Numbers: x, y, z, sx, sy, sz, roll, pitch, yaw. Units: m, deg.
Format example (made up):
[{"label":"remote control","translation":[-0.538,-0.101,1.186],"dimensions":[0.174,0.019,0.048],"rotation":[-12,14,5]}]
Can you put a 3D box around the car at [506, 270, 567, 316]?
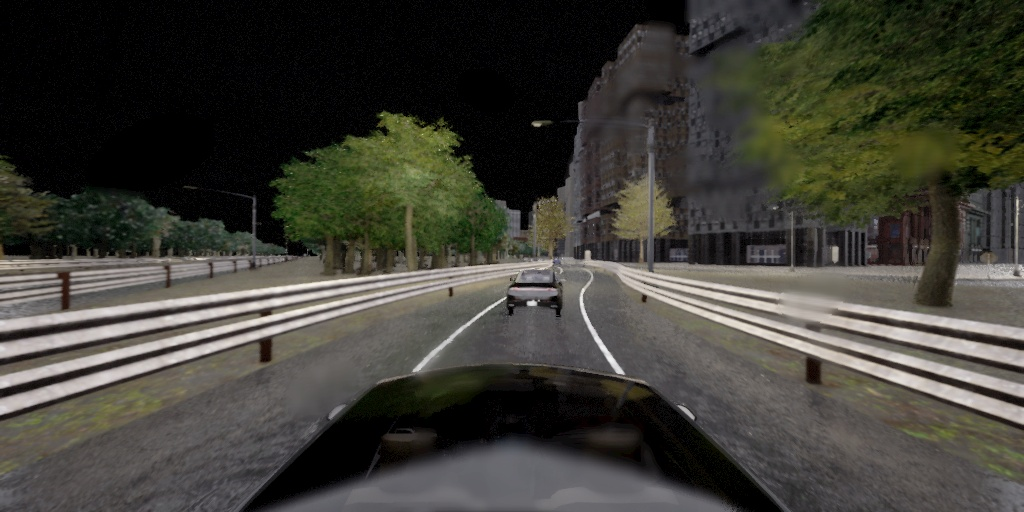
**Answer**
[{"label":"car","translation":[0.984,1.254,13.413],"dimensions":[2.128,1.511,4.902],"rotation":[0,0,9]}]
